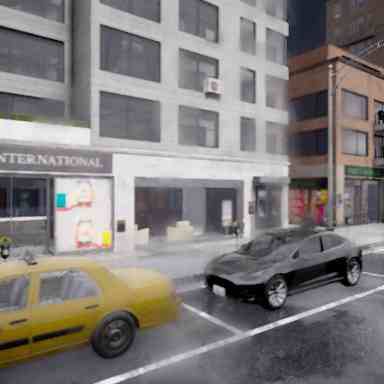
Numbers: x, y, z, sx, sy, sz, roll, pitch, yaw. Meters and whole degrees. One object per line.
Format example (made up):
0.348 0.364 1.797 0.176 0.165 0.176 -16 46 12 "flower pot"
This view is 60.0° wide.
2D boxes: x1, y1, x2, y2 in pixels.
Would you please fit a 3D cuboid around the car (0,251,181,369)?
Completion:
-2.452 1.526 4.438 4.829 1.417 1.752 0 0 -36 "car"

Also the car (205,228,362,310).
2.311 1.574 7.837 4.313 1.339 1.947 0 0 -36 "car"
